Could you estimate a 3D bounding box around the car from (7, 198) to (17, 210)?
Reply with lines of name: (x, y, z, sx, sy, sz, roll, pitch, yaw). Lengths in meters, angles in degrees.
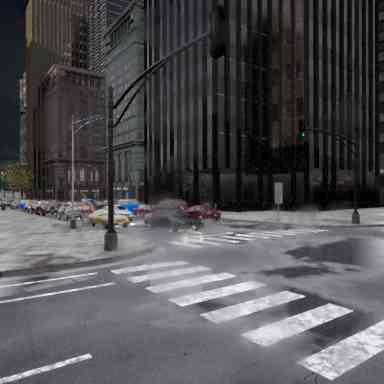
car: (-31.809, 2.353, 60.597, 1.967, 1.590, 4.097, -1, 0, -35)

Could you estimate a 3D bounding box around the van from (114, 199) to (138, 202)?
van: (-8.131, 1.832, 41.957, 1.690, 1.788, 3.998, -1, 0, -35)

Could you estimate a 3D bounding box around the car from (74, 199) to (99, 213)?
car: (-14.977, 1.964, 47.003, 2.097, 1.767, 4.553, 0, -1, -35)

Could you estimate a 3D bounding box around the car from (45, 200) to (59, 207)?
car: (-31.574, 2.594, 75.015, 1.947, 1.339, 4.313, -1, 0, -35)

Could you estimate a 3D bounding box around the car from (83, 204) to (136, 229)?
car: (-6.183, 1.843, 24.435, 1.752, 1.417, 4.829, -1, 0, -35)

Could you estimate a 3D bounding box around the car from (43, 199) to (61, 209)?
car: (-26.931, 2.239, 63.873, 2.097, 1.767, 4.553, 0, 0, -35)

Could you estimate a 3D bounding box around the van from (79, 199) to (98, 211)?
van: (-16.940, 2.037, 54.419, 1.690, 1.788, 3.998, -1, 0, -35)

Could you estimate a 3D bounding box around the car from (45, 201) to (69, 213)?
car: (-19.487, 2.160, 47.929, 2.128, 1.511, 4.902, 0, 0, -35)

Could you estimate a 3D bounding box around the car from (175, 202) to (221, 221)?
car: (0.683, 1.828, 29.495, 1.887, 1.381, 4.507, -1, 0, -35)

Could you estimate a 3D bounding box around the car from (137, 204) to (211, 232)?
car: (-1.366, 1.791, 22.203, 2.033, 1.411, 5.357, 0, -1, -35)

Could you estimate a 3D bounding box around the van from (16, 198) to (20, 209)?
van: (-26.058, 2.122, 52.479, 1.690, 1.788, 3.998, -1, 0, -35)

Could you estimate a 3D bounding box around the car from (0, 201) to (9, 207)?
car: (-44.242, 2.770, 78.148, 1.802, 1.307, 4.206, -1, 0, -35)

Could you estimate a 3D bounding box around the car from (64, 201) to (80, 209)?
car: (-22.551, 2.406, 62.282, 1.802, 1.307, 4.206, -1, 0, -35)

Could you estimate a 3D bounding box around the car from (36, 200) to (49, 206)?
car: (-37.590, 2.709, 83.505, 2.008, 1.369, 4.403, -1, 0, -35)

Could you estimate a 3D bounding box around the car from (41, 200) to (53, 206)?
car: (-34.583, 2.659, 79.261, 1.947, 1.339, 4.313, -1, 0, -35)

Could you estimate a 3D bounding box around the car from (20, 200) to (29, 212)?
car: (-23.231, 2.156, 48.492, 1.967, 1.590, 4.097, -1, 0, -35)

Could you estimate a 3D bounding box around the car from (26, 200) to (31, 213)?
car: (-20.405, 2.195, 44.506, 1.887, 1.381, 4.507, -1, 0, -35)

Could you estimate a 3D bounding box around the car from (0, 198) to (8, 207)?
car: (-41.134, 2.666, 73.761, 1.887, 1.381, 4.507, -1, 0, -35)

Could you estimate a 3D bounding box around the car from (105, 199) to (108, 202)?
car: (-11.067, 1.875, 46.111, 2.192, 1.841, 5.009, -1, 0, -35)

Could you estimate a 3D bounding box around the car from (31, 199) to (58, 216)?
car: (-17.585, 1.900, 40.519, 2.192, 1.841, 5.009, -1, 0, -35)

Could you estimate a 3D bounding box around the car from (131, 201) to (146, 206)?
car: (-5.189, 2.004, 37.803, 1.802, 1.307, 4.206, -1, 0, -35)

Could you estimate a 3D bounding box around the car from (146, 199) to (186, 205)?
car: (-2.258, 1.668, 33.649, 2.192, 1.841, 5.009, -1, 0, -35)

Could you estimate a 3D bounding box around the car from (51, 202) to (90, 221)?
car: (-11.930, 2.004, 32.546, 2.008, 1.369, 4.403, -1, 0, -35)

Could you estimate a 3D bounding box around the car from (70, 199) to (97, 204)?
car: (-12.830, 1.866, 38.450, 2.097, 1.767, 4.553, 0, -1, -35)

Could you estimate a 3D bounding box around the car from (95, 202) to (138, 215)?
car: (-6.958, 1.902, 30.150, 1.812, 1.442, 4.674, 0, -1, -35)
